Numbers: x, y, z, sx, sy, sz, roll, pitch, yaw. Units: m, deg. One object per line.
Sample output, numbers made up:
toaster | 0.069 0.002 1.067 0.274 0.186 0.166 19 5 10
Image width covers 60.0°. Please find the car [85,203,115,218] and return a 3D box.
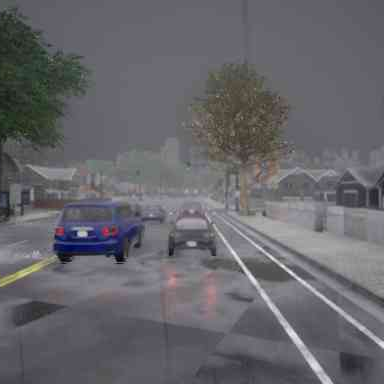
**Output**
car | -9.780 1.941 35.801 1.895 1.301 4.718 0 -1 0

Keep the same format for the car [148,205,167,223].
car | -3.236 1.837 28.512 1.994 1.385 4.181 0 0 0

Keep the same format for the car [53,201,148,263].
car | -3.243 1.346 12.569 2.150 2.045 5.566 0 0 0

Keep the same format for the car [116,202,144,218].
car | -6.533 1.831 35.554 2.128 1.511 4.902 0 -1 0

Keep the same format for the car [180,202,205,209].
car | 0.009 1.623 28.423 2.097 1.767 4.553 0 -1 0

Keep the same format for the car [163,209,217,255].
car | 0.018 1.660 13.899 1.812 1.442 4.674 0 0 0
